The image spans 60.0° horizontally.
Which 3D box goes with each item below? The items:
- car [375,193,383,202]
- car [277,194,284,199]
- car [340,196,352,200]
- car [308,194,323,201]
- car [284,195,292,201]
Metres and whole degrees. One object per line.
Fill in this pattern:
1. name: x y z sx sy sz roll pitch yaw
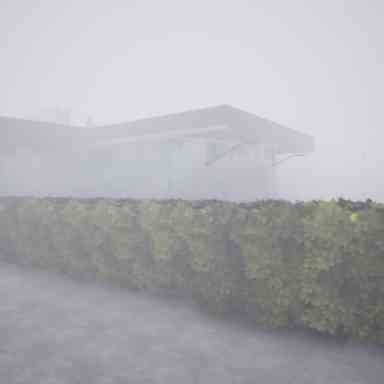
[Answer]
1. car: 37.757 1.107 66.230 1.905 1.878 3.866 0 0 35
2. car: 14.741 1.180 61.097 1.932 1.855 4.605 0 0 35
3. car: 24.548 1.338 53.383 2.007 1.523 4.514 0 0 35
4. car: 27.266 1.227 73.554 2.152 1.636 5.027 0 0 35
5. car: 21.819 1.328 76.962 1.970 1.475 3.806 0 0 35
